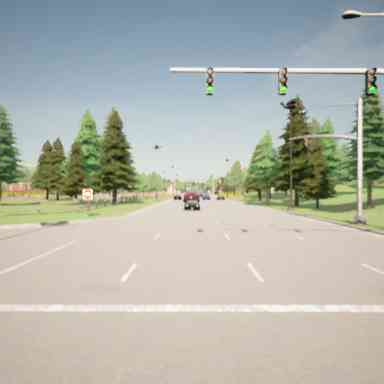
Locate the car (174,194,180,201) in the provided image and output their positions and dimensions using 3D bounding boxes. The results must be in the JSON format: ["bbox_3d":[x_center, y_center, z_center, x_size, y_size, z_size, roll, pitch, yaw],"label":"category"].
[{"bbox_3d":[-3.471,1.335,81.467,1.882,1.535,5.008,0,0,0],"label":"car"}]

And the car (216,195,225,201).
[{"bbox_3d":[7.029,1.382,81.463,2.128,1.511,4.902,0,0,0],"label":"car"}]

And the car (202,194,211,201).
[{"bbox_3d":[3.529,1.381,81.464,1.812,1.442,4.674,0,0,0],"label":"car"}]

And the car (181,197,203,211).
[{"bbox_3d":[0.024,1.586,40.049,1.895,1.301,4.718,1,0,0],"label":"car"}]

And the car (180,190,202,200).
[{"bbox_3d":[-0.025,0.486,40.124,1.812,1.442,4.674,1,-1,3],"label":"car"}]

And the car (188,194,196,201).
[{"bbox_3d":[0.029,1.335,81.466,1.882,1.535,5.008,0,0,0],"label":"car"}]
